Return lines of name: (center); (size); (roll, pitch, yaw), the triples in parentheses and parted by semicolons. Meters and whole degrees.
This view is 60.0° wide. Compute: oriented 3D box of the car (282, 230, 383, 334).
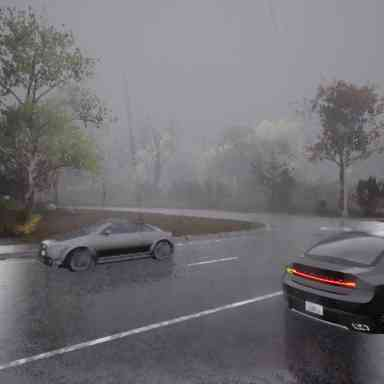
car: (3.812, 1.505, 6.438); (4.892, 1.490, 1.837); (0, 0, -36)

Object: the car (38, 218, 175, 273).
car: (-2.627, 1.564, 10.698); (4.181, 1.385, 1.994); (0, 0, -35)
